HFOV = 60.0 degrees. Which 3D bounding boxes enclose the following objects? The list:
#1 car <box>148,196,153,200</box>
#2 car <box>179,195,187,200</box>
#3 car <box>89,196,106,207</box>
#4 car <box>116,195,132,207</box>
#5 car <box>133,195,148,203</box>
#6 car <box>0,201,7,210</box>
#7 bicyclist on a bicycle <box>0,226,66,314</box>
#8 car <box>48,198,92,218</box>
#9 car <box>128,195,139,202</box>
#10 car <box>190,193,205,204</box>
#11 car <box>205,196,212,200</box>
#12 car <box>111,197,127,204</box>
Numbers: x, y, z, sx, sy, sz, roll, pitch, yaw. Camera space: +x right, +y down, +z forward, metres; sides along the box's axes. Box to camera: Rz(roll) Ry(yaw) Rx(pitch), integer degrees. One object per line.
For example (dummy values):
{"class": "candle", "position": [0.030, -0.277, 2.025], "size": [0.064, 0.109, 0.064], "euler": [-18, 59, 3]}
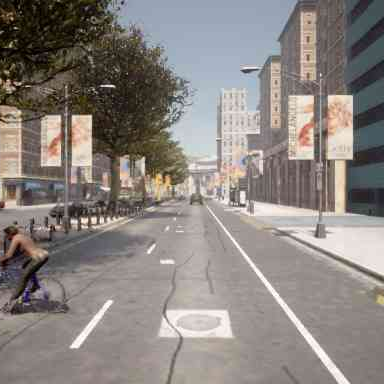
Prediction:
{"class": "car", "position": [-10.541, 1.594, 81.625], "size": [1.895, 1.301, 4.718], "euler": [0, 0, 1]}
{"class": "car", "position": [-2.447, 1.524, 89.451], "size": [1.812, 1.442, 4.674], "euler": [0, 0, 1]}
{"class": "car", "position": [-14.672, 1.353, 50.086], "size": [2.097, 1.767, 4.553], "euler": [0, 0, 4]}
{"class": "car", "position": [-11.002, 1.491, 50.845], "size": [2.128, 1.511, 4.902], "euler": [0, 0, 1]}
{"class": "car", "position": [-10.740, 1.352, 66.497], "size": [2.097, 1.767, 4.553], "euler": [0, 0, 1]}
{"class": "car", "position": [-24.337, 1.477, 38.520], "size": [5.008, 1.535, 1.882], "euler": [0, 0, -14]}
{"class": "bicyclist on a bicycle", "position": [-3.161, 1.454, 6.145], "size": [1.656, 1.620, 0.582], "euler": [-1, 0, 1]}
{"class": "car", "position": [-11.248, 1.547, 30.565], "size": [2.033, 1.411, 5.357], "euler": [0, 0, 1]}
{"class": "car", "position": [-14.059, 1.499, 80.104], "size": [1.837, 1.490, 4.892], "euler": [0, 0, 1]}
{"class": "car", "position": [0.828, 1.221, 62.069], "size": [2.150, 2.045, 5.566], "euler": [0, 0, 1]}
{"class": "car", "position": [4.309, 1.594, 89.992], "size": [1.895, 1.301, 4.718], "euler": [0, 0, 1]}
{"class": "car", "position": [-14.259, 1.601, 65.164], "size": [1.895, 1.301, 4.718], "euler": [0, 0, 1]}
